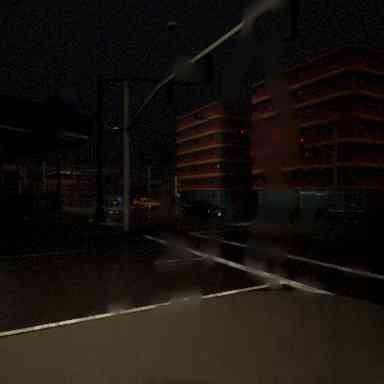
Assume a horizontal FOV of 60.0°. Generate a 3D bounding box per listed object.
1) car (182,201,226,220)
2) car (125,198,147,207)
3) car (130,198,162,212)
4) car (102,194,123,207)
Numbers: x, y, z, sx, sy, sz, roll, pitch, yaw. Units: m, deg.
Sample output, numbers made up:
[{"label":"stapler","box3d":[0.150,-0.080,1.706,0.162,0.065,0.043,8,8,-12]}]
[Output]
[{"label":"car","box3d":[0.897,1.490,28.056,2.128,1.511,4.902,0,0,-30]},{"label":"car","box3d":[-8.821,1.598,51.873,1.895,1.301,4.718,0,0,-30]},{"label":"car","box3d":[-5.194,1.476,38.418,1.882,1.535,5.008,0,0,-30]},{"label":"car","box3d":[-12.481,1.488,50.841,2.128,1.511,4.902,0,0,-30]}]
